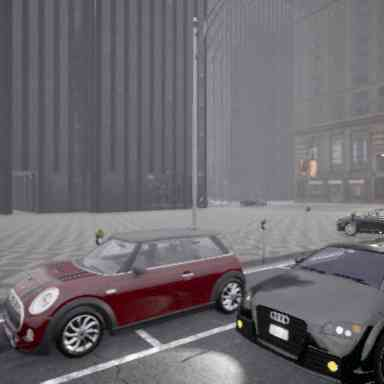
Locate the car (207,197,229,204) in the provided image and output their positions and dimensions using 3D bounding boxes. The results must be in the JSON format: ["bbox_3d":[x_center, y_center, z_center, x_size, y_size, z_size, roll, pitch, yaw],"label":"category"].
[{"bbox_3d":[5.766,1.915,74.926,2.033,1.411,5.357,0,-1,-35],"label":"car"}]

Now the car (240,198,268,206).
[{"bbox_3d":[12.216,1.980,65.853,2.033,1.411,5.357,0,-1,-35],"label":"car"}]

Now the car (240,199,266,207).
[{"bbox_3d":[11.278,1.999,61.561,1.895,1.301,4.718,0,-1,-35],"label":"car"}]

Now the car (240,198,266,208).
[{"bbox_3d":[10.443,1.835,56.967,1.882,1.535,5.008,0,-1,-35],"label":"car"}]

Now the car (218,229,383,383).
[{"bbox_3d":[2.703,1.557,5.306,4.181,1.385,1.994,0,0,-35],"label":"car"}]

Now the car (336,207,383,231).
[{"bbox_3d":[8.895,1.359,15.129,2.008,1.369,4.403,-1,0,-45],"label":"car"}]

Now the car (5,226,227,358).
[{"bbox_3d":[-1.006,1.437,5.928,4.097,1.590,1.967,0,0,-36],"label":"car"}]

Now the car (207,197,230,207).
[{"bbox_3d":[4.823,1.934,59.313,1.812,1.442,4.674,0,-1,-35],"label":"car"}]

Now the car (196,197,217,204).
[{"bbox_3d":[3.115,1.870,73.046,1.837,1.490,4.892,0,-1,-35],"label":"car"}]
